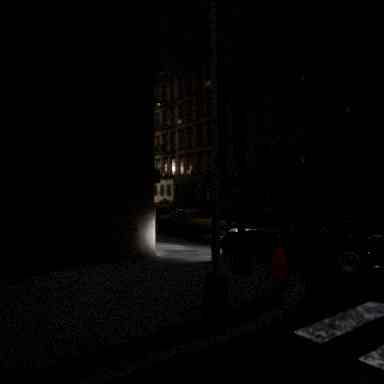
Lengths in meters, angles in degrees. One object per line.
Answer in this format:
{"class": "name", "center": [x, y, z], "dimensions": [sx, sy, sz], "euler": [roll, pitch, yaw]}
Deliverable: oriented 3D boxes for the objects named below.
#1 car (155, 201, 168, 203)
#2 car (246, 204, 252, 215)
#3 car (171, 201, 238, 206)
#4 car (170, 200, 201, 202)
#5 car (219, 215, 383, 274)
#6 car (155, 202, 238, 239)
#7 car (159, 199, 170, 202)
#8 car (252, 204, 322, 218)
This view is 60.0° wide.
{"class": "car", "center": [-3.257, 1.512, 21.734], "dimensions": [2.008, 1.369, 4.403], "euler": [-1, 0, -35]}
{"class": "car", "center": [3.304, 1.446, 26.355], "dimensions": [1.802, 1.307, 4.206], "euler": [-1, 0, -35]}
{"class": "car", "center": [0.681, 1.492, 20.562], "dimensions": [1.994, 1.385, 4.181], "euler": [-1, 0, -35]}
{"class": "car", "center": [0.183, 1.434, 30.777], "dimensions": [1.947, 1.339, 4.313], "euler": [-1, 0, -35]}
{"class": "car", "center": [3.258, 1.552, 10.099], "dimensions": [4.718, 1.301, 1.895], "euler": [1, -2, 24]}
{"class": "car", "center": [-0.037, 1.482, 17.173], "dimensions": [1.752, 1.417, 4.829], "euler": [-1, 0, -35]}
{"class": "car", "center": [-3.037, 1.397, 35.337], "dimensions": [1.752, 1.417, 4.829], "euler": [-1, 0, -35]}
{"class": "car", "center": [6.426, 1.426, 21.933], "dimensions": [1.947, 1.339, 4.313], "euler": [-1, 0, -35]}
